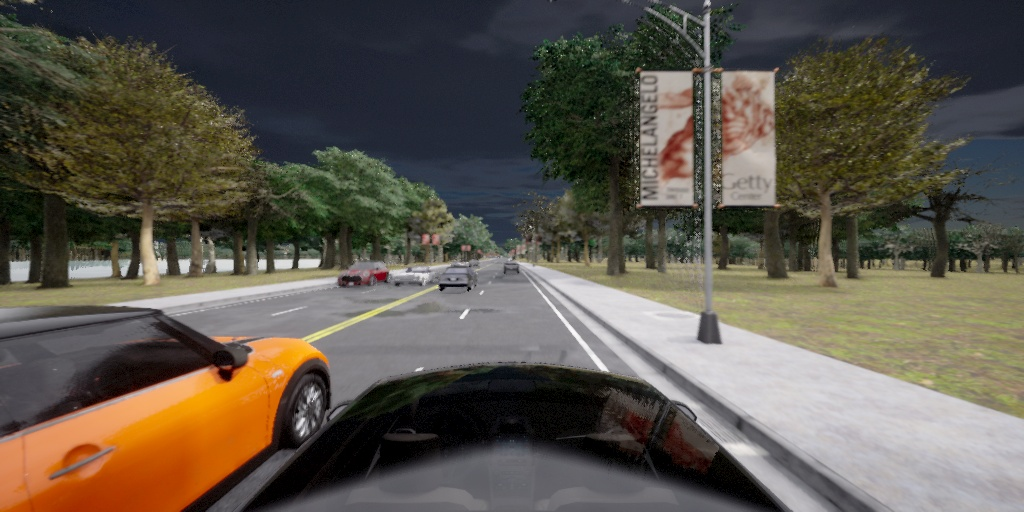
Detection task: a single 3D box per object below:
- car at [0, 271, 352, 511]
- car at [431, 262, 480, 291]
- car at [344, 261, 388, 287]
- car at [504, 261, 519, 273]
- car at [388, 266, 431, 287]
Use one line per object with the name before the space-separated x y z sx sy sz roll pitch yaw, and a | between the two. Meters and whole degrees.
car | -3.152 1.103 2.351 2.097 1.767 4.553 0 0 0
car | -3.188 1.316 21.902 2.033 1.411 5.357 0 0 0
car | -9.898 1.125 24.286 2.097 1.767 4.553 0 0 0
car | -0.072 1.309 44.380 2.128 1.511 4.902 0 0 0
car | -6.650 1.374 24.742 1.895 1.301 4.718 0 0 0
